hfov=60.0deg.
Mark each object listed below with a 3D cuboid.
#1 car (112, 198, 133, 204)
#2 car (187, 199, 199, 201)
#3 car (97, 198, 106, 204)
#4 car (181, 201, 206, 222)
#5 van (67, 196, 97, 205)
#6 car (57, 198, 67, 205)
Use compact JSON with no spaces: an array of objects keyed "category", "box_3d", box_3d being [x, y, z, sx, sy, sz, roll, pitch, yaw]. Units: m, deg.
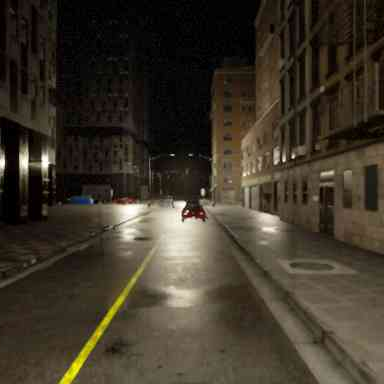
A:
[{"category":"car","box_3d":[-14.459,1.885,69.223,4.206,1.307,1.802,0,0,0]},{"category":"car","box_3d":[0.107,1.592,42.857,1.882,1.535,5.008,0,0,0]},{"category":"car","box_3d":[-20.108,1.910,69.229,4.313,1.339,1.947,0,0,0]},{"category":"car","box_3d":[0.103,1.677,27.322,1.895,1.301,4.718,0,0,0]},{"category":"van","box_3d":[-20.110,1.589,60.706,3.998,1.788,1.690,0,0,0]},{"category":"car","box_3d":[-25.757,1.935,69.236,4.403,1.369,2.008,0,0,0]}]
